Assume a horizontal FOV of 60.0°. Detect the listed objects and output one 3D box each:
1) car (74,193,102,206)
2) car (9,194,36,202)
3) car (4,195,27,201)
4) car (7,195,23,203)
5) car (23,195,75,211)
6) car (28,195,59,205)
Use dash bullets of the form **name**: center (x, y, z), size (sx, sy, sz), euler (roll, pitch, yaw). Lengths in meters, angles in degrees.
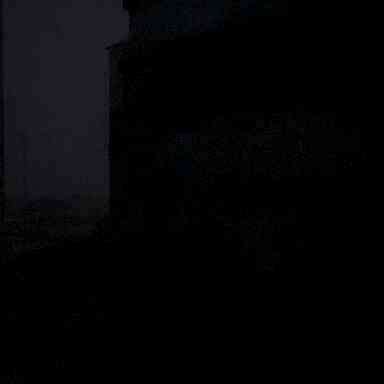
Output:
- **car**: center (-15.833, 1.136, 49.608), size (1.932, 1.855, 4.605), euler (0, 0, 35)
- **car**: center (-38.866, 1.387, 76.378), size (2.152, 1.636, 5.027), euler (0, 0, 35)
- **car**: center (-41.450, 1.398, 78.157), size (2.007, 1.523, 4.514), euler (0, 0, 35)
- **car**: center (-33.675, 1.370, 63.253), size (1.845, 1.501, 3.633), euler (0, 0, 35)
- **car**: center (-15.992, 1.332, 37.427), size (2.007, 1.523, 4.514), euler (0, 0, 35)
- **car**: center (-25.563, 1.343, 57.418), size (2.007, 1.523, 4.514), euler (0, 0, 35)
